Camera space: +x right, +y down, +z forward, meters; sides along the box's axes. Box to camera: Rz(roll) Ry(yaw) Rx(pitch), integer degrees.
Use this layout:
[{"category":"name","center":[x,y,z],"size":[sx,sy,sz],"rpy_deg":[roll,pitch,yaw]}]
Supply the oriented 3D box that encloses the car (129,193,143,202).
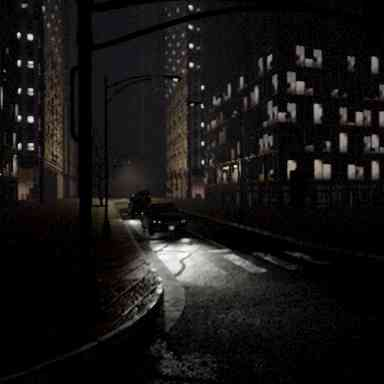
[{"category":"car","center":[-10.278,0.996,60.848],"size":[1.994,1.385,4.181],"rpy_deg":[0,1,-15]}]

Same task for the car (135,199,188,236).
[{"category":"car","center":[-1.580,1.372,17.743],"size":[2.128,1.511,4.902],"rpy_deg":[0,1,-15]}]

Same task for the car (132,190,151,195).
[{"category":"car","center":[-7.449,0.760,50.515],"size":[2.150,2.045,5.566],"rpy_deg":[0,1,-14]}]

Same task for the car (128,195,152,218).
[{"category":"car","center":[-4.225,1.287,27.452],"size":[1.837,1.490,4.892],"rpy_deg":[0,1,-15]}]
